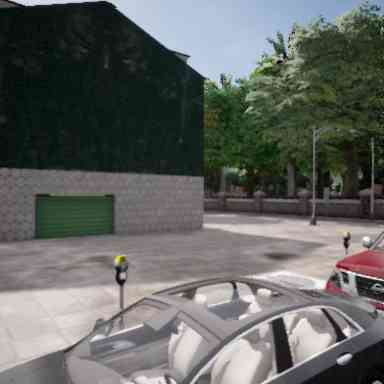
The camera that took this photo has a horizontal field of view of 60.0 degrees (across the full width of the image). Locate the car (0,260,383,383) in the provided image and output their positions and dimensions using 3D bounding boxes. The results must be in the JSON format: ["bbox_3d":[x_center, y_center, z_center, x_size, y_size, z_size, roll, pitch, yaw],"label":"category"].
[{"bbox_3d":[0.137,1.568,2.908,4.403,1.369,2.008,1,0,-35],"label":"car"}]

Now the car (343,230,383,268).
[{"bbox_3d":[4.587,1.388,6.081,5.009,1.841,2.192,1,-1,-35],"label":"car"}]
